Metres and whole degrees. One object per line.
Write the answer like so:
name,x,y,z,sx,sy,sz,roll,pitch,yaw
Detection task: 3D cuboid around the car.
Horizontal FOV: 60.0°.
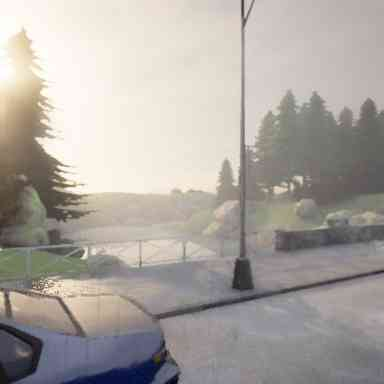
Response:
car,-2.745,1.583,2.576,5.357,1.411,2.033,1,-1,-31
